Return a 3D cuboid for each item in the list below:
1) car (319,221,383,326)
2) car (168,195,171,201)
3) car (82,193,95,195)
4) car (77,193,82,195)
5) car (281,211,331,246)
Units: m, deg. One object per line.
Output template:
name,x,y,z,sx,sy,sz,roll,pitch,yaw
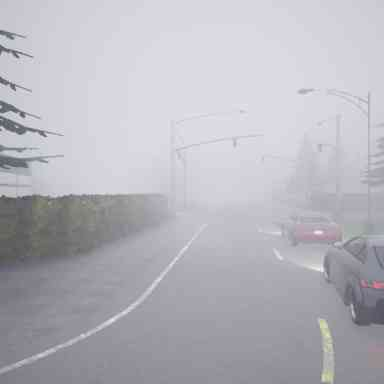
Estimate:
car,4.002,1.564,6.830,1.994,1.385,4.181,0,0,14
car,-4.948,1.373,75.634,1.845,1.501,3.633,0,0,7
car,-23.353,1.097,78.207,1.932,1.855,4.605,0,0,7
car,-26.288,1.077,78.179,1.905,1.878,3.866,0,0,7
car,5.277,1.564,15.143,1.994,1.385,4.181,0,0,8
